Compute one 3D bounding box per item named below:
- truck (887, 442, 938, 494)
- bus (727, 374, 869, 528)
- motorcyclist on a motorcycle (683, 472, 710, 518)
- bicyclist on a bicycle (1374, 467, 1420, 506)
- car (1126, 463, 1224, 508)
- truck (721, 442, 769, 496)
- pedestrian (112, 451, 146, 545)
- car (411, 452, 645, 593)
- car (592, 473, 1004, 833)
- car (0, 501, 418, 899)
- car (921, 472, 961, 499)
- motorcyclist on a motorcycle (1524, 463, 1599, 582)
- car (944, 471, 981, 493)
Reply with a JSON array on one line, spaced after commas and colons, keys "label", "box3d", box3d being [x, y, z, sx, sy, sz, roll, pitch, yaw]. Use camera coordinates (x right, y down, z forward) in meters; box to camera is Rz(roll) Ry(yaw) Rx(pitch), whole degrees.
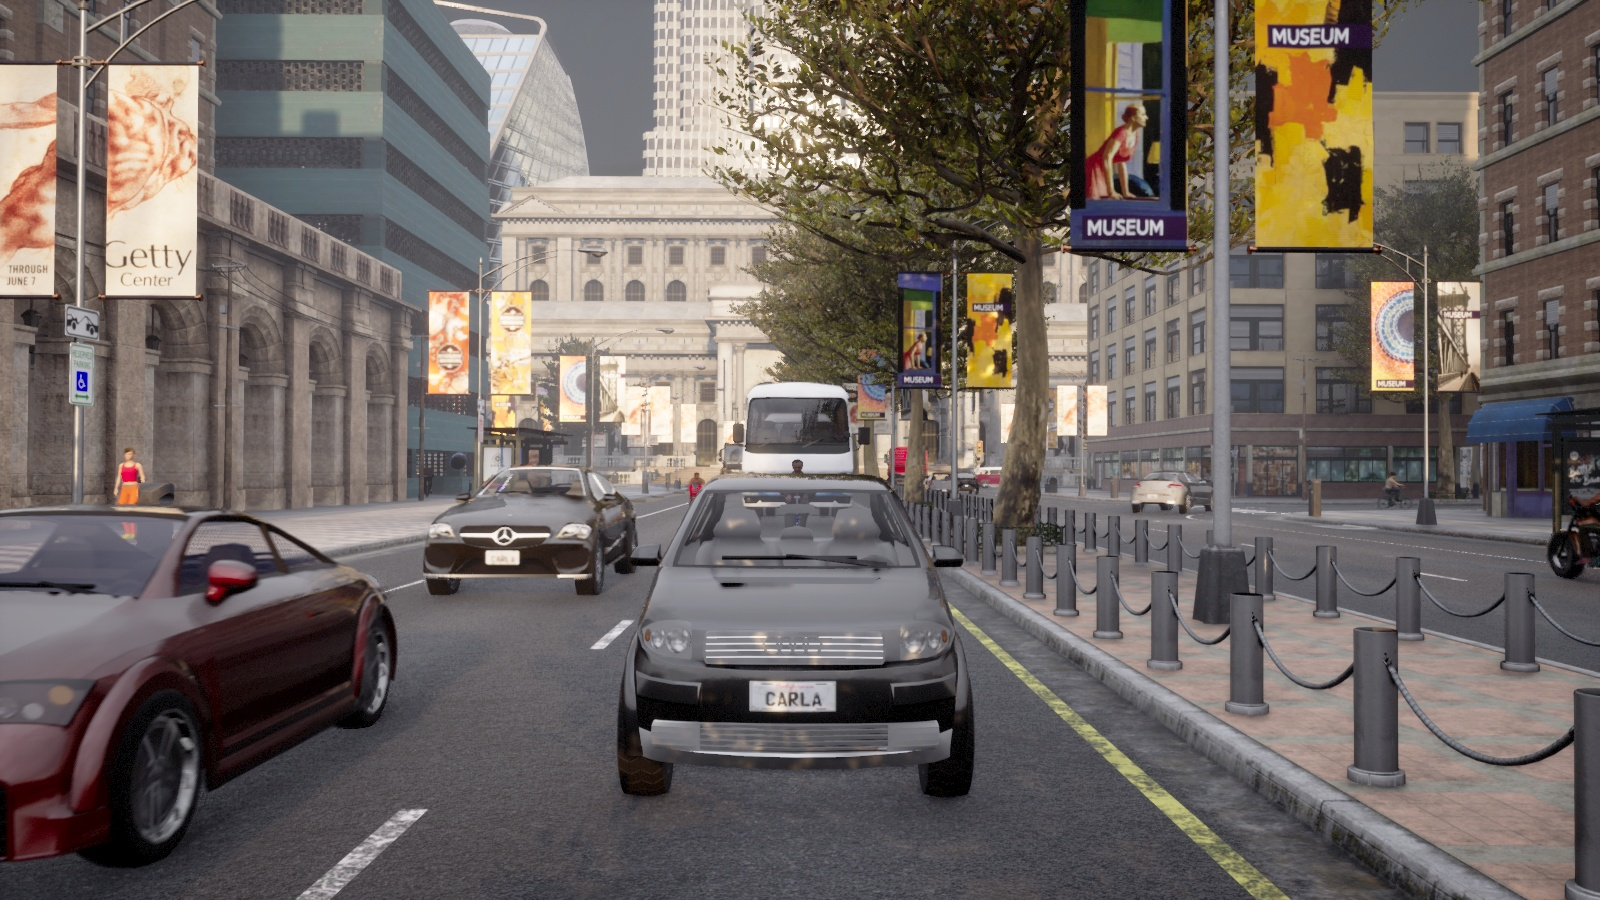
[{"label": "truck", "box3d": [7.820, 1.283, 88.391, 2.891, 3.462, 7.936, 0, -1, 0]}, {"label": "bus", "box3d": [-0.073, 0.110, 40.067, 3.944, 4.253, 10.273, 0, -1, 0]}, {"label": "motorcyclist on a motorcycle", "box3d": [-3.574, 1.541, 43.523, 0.797, 1.523, 2.044, 0, -1, 0]}, {"label": "bicyclist on a bicycle", "box3d": [25.248, 1.540, 53.106, 1.509, 1.612, 0.866, 0, -1, -3]}, {"label": "car", "box3d": [14.771, 1.361, 49.329, 2.152, 1.651, 5.027, -1, -1, 36]}, {"label": "truck", "box3d": [-3.625, 1.268, 84.740, 2.891, 3.462, 7.936, 0, -1, 0]}, {"label": "pedestrian", "box3d": [-13.192, 0.938, 24.711, 0.345, 1.836, 0.594, 0, -1, 0]}, {"label": "car", "box3d": [-3.530, 0.899, 17.362, 2.152, 1.651, 5.027, 0, -1, 0]}, {"label": "car", "box3d": [-0.011, 0.916, 7.315, 1.789, 1.549, 3.705, 0, -1, 0]}, {"label": "car", "box3d": [-3.510, 0.996, 6.173, 1.994, 1.385, 4.181, 0, -1, 0]}, {"label": "car", "box3d": [7.879, 1.980, 70.581, 1.845, 1.501, 3.633, 0, -1, 0]}, {"label": "motorcyclist on a motorcycle", "box3d": [11.470, 1.022, 18.035, 0.766, 1.649, 2.350, 0, -1, 0]}, {"label": "car", "box3d": [11.302, 2.214, 87.519, 1.882, 1.535, 5.008, 0, -1, 0]}]
